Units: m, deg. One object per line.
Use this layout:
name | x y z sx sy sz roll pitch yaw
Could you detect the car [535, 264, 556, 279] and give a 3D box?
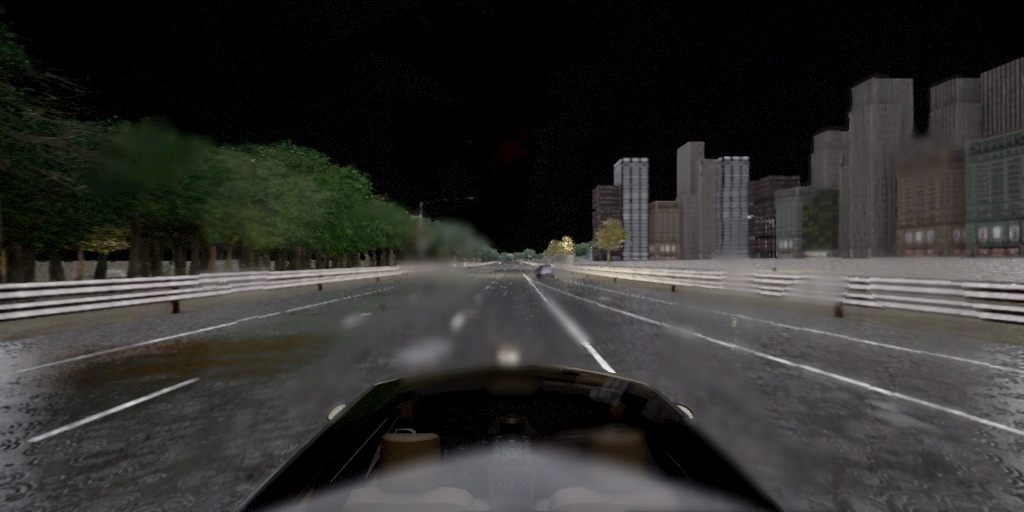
car | 3.723 1.751 40.673 2.033 1.649 4.856 0 -1 -2
